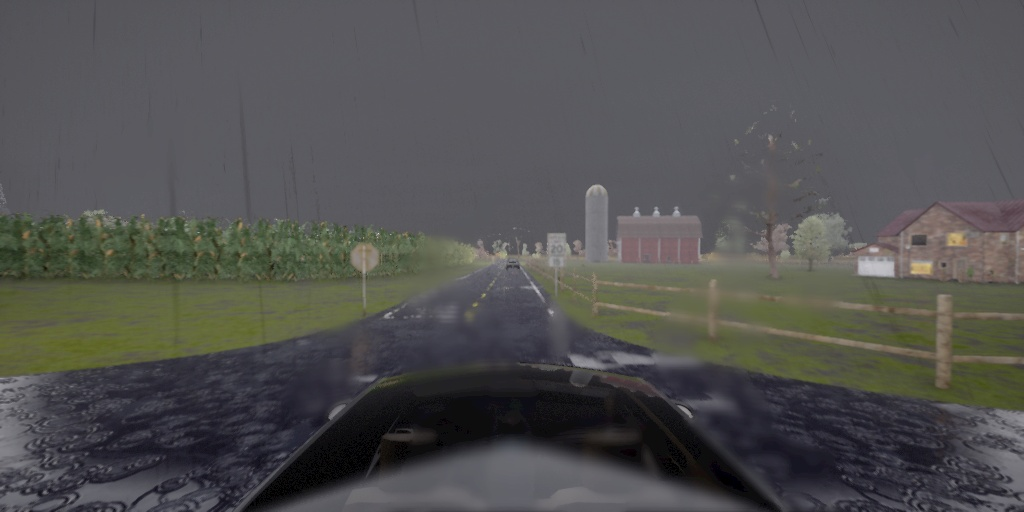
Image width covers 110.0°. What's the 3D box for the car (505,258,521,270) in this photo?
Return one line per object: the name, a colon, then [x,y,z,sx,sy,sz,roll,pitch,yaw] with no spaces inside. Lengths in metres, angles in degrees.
car: [0.119,1.049,47.881,1.837,1.490,4.892,0,0,0]
